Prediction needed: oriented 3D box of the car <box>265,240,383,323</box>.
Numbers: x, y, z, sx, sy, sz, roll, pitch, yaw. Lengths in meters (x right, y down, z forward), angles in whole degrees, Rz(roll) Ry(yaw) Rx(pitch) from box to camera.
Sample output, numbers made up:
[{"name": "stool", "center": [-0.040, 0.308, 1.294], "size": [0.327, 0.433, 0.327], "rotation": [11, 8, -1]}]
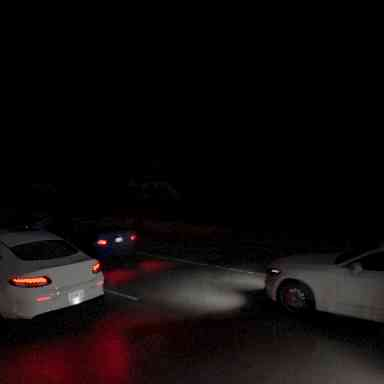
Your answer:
[{"name": "car", "center": [3.597, 1.526, 5.725], "size": [4.674, 1.442, 1.812], "rotation": [0, 0, 36]}]

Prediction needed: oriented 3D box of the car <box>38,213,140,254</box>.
[{"name": "car", "center": [-4.196, 1.429, 11.335], "size": [5.357, 1.411, 2.033], "rotation": [1, 1, 36]}]

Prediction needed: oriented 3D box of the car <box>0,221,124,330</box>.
[{"name": "car", "center": [-3.720, 1.455, 6.676], "size": [4.674, 1.442, 1.812], "rotation": [1, 1, 36]}]
